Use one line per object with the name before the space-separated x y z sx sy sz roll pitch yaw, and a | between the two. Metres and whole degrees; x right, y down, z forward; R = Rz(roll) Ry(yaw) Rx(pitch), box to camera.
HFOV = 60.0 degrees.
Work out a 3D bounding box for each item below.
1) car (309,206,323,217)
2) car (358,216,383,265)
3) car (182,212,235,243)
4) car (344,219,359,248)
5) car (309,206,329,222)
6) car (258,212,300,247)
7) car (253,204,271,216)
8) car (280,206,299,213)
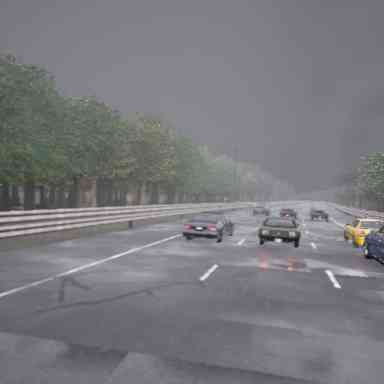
car | 18.736 2.889 50.387 1.812 1.442 4.674 3 -1 20
car | 7.636 1.822 11.792 2.097 1.767 4.553 3 -1 16
car | 1.036 1.762 17.641 2.033 1.411 5.357 3 -1 16
car | 9.332 2.062 17.675 1.801 1.575 5.366 3 -1 16
car | 14.737 2.562 38.461 1.837 1.490 4.892 3 -1 19
car | 4.630 1.983 17.463 1.895 1.301 4.718 3 -1 16
car | 9.198 2.337 43.598 2.128 1.511 4.902 2 -1 19
car | 11.371 2.410 39.070 1.837 1.490 4.892 2 -1 18
